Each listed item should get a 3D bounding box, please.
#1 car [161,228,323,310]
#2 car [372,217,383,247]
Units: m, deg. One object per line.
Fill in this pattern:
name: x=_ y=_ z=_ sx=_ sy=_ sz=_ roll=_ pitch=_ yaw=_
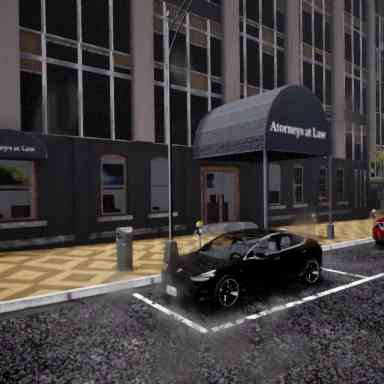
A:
car: x=1.342 y=1.564 z=7.824 sx=4.313 sy=1.339 sz=1.947 roll=0 pitch=-1 yaw=-37
car: x=9.615 y=1.310 z=14.030 sx=5.009 sy=1.841 sz=2.192 roll=0 pitch=-1 yaw=-37
